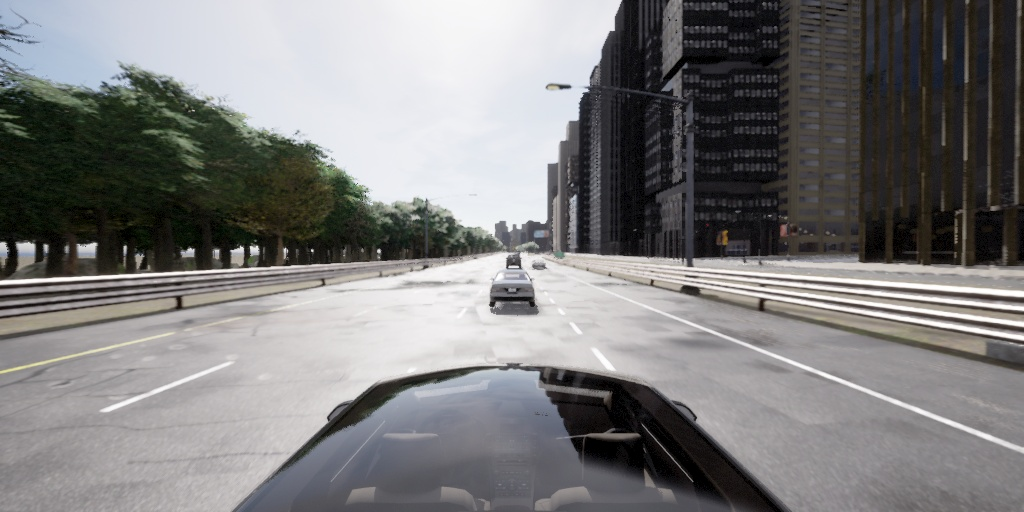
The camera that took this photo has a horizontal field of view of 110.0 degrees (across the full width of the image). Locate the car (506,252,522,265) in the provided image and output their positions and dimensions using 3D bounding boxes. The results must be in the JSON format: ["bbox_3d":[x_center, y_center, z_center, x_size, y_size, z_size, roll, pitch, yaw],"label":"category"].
[{"bbox_3d":[0.265,0.767,52.036,2.150,2.045,5.566,0,0,1],"label":"car"}]

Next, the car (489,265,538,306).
[{"bbox_3d":[0.017,1.282,15.645,2.033,1.411,5.357,0,0,0],"label":"car"}]

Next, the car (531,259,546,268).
[{"bbox_3d":[3.877,1.140,53.162,1.895,1.301,4.718,0,0,1],"label":"car"}]
